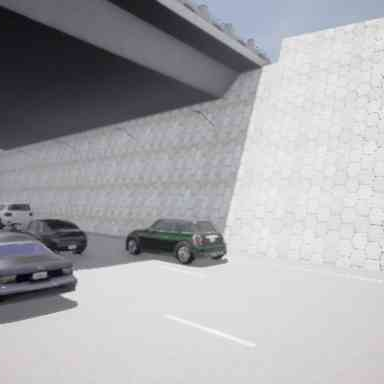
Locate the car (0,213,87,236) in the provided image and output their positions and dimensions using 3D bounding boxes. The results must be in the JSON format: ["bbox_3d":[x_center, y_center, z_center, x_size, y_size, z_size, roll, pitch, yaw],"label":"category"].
[{"bbox_3d":[-6.393,1.883,14.355,4.892,1.490,1.837,-1,-3,41],"label":"car"}]

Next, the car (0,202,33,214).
[{"bbox_3d":[-14.528,1.828,26.178,5.566,2.045,2.150,-1,-3,42],"label":"car"}]

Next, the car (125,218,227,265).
[{"bbox_3d":[-0.816,1.860,14.091,4.553,1.767,2.097,0,-3,42],"label":"car"}]

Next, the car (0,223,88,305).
[{"bbox_3d":[-4.949,1.745,8.399,5.357,1.411,2.033,0,-3,42],"label":"car"}]
